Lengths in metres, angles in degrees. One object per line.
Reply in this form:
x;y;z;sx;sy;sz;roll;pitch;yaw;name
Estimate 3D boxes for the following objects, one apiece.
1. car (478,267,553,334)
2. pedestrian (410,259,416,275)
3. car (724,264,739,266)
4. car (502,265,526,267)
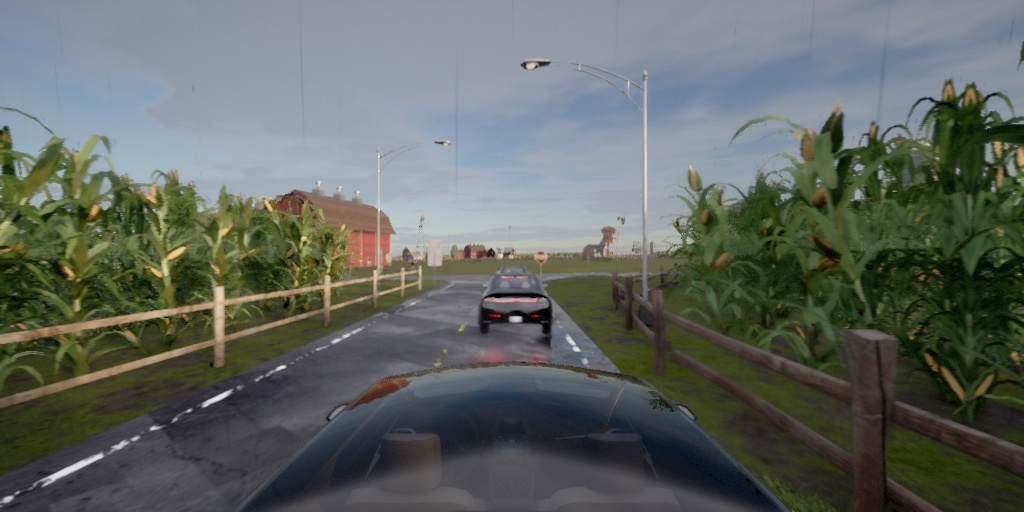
0.092;1.236;10.603;2.128;1.511;4.902;0;0;0;car
-11.209;1.216;40.677;0.375;1.860;0.375;0;0;4;pedestrian
25.260;0.510;38.730;5.566;2.045;2.150;-1;0;-7;car
0.093;1.232;19.955;2.128;1.511;4.902;0;0;0;car
